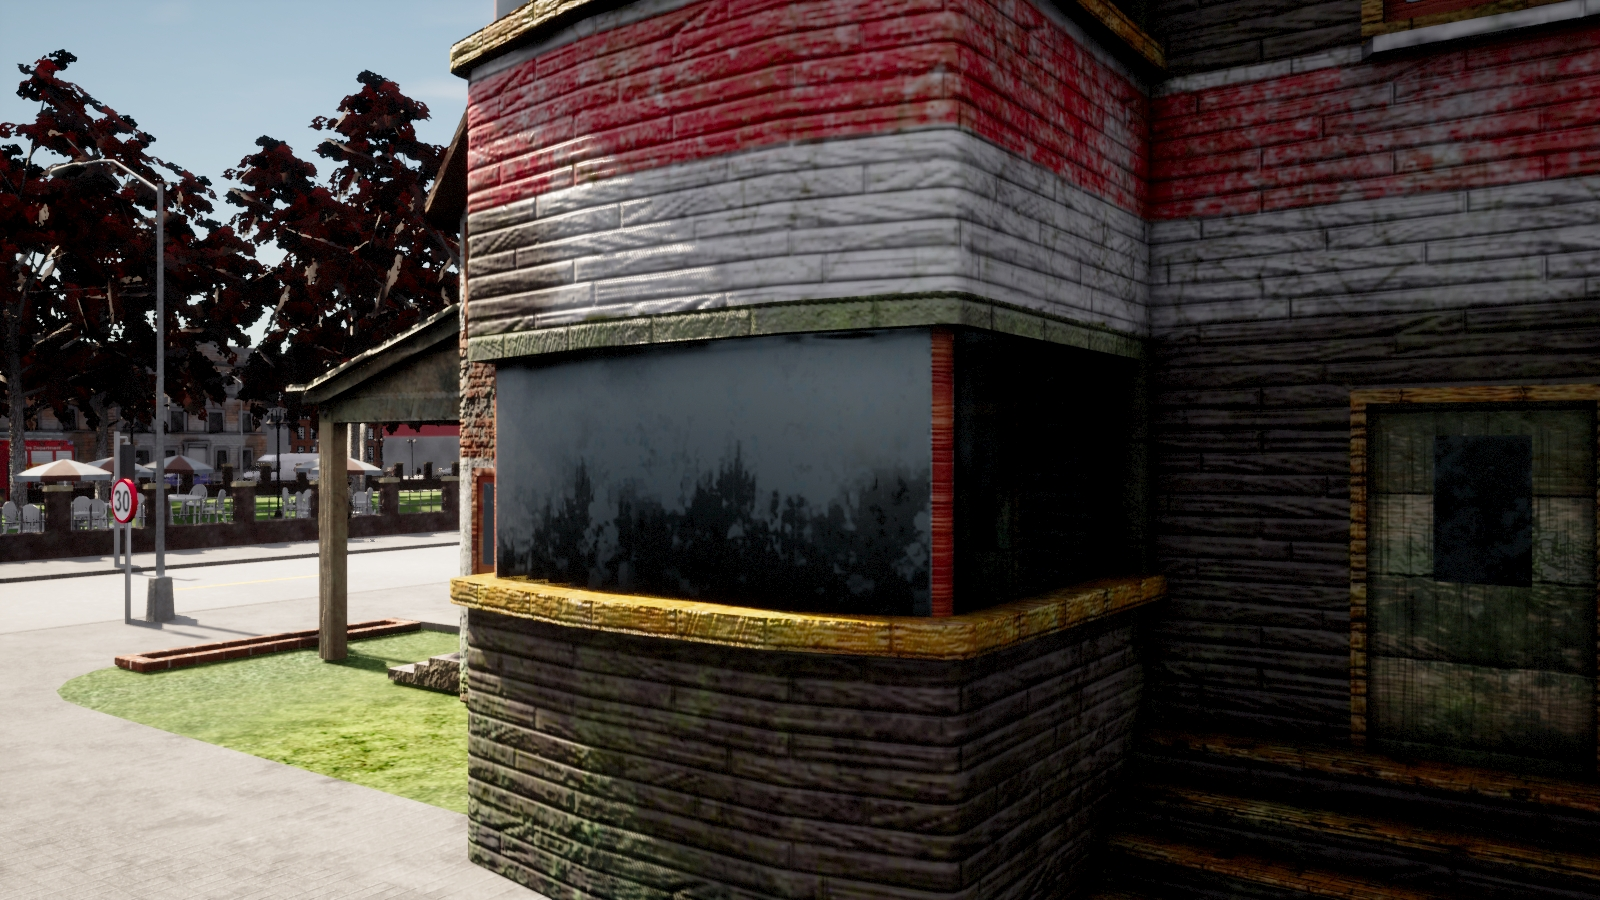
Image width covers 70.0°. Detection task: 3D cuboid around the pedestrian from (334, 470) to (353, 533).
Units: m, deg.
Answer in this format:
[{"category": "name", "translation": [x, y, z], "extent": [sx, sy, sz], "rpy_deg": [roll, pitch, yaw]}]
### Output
[{"category": "pedestrian", "translation": [-13.655, 1.525, 34.183], "extent": [0.375, 1.860, 0.375], "rpy_deg": [0, 0, 35]}]
